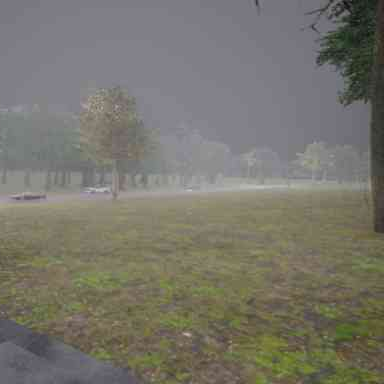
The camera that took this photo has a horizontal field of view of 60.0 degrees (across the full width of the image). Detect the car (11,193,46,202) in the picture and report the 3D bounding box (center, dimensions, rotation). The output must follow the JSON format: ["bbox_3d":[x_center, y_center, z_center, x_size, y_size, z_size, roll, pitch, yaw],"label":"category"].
[{"bbox_3d":[-24.883,0.756,50.875,1.895,1.301,4.718,4,4,36],"label":"car"}]

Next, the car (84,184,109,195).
[{"bbox_3d":[-19.920,-0.532,69.763,2.150,2.045,5.566,4,4,35],"label":"car"}]
